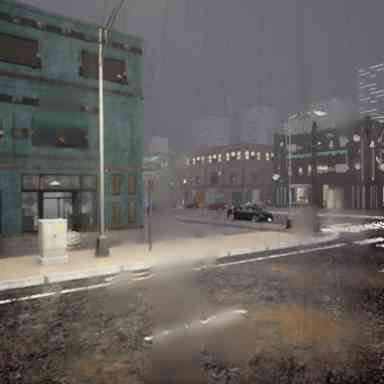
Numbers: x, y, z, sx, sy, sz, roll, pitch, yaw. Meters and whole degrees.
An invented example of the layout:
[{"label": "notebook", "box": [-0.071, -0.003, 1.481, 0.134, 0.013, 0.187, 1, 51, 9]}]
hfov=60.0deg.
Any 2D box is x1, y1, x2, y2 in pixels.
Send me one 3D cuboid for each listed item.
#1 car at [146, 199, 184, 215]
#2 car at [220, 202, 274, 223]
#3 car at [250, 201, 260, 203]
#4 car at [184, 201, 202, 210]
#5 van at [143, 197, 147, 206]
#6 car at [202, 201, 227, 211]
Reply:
[{"label": "car", "box": [-3.221, 1.833, 38.827, 1.967, 1.590, 4.097, -2, 0, -35]}, {"label": "car", "box": [4.726, 1.801, 27.448, 1.947, 1.339, 4.313, -2, 0, -35]}, {"label": "car", "box": [6.818, 1.791, 39.175, 2.008, 1.369, 4.403, -2, 0, -35]}, {"label": "car", "box": [0.403, 1.947, 48.196, 1.802, 1.307, 4.206, -2, 0, -35]}, {"label": "van", "box": [-9.227, 1.888, 61.728, 1.690, 1.788, 3.998, -2, 0, -35]}, {"label": "car", "box": [3.610, 1.885, 43.686, 1.802, 1.307, 4.206, -2, 0, -35]}]
